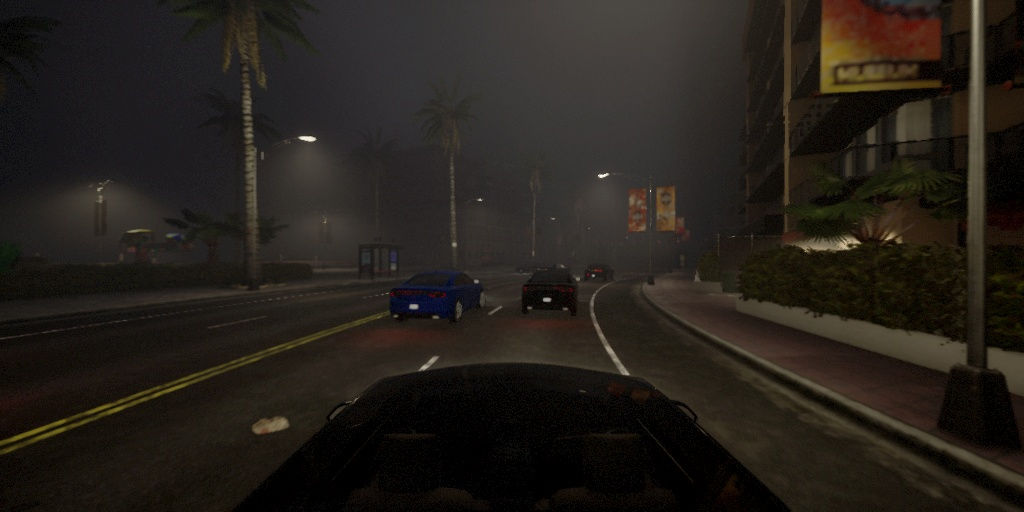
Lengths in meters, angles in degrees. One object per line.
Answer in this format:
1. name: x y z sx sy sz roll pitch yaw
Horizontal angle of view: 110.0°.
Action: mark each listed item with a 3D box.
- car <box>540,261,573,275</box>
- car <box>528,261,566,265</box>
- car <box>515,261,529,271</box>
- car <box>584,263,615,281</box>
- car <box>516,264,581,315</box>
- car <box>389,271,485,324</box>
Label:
1. car: 5.390 1.381 42.443 2.033 1.411 5.357 0 0 28
2. car: 3.500 1.299 30.506 2.128 1.511 4.902 0 0 25
3. car: 2.311 1.365 44.102 2.033 1.411 5.357 0 0 28
4. car: 7.598 1.338 30.982 1.837 1.490 4.892 0 0 26
5. car: 1.594 1.253 13.921 1.882 1.535 5.008 0 0 11
6. car: -2.287 1.227 12.176 1.882 1.535 5.008 0 0 9
